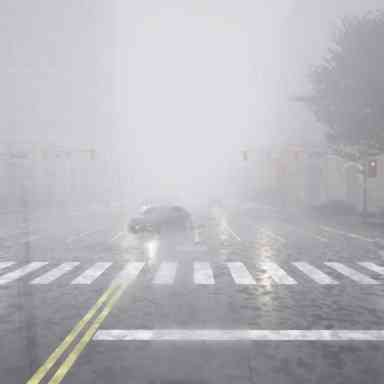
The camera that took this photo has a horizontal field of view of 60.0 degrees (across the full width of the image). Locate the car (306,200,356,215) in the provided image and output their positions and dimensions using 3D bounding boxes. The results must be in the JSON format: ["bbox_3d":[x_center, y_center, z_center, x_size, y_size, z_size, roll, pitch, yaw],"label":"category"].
[{"bbox_3d":[13.653,1.525,32.855,4.674,1.442,1.812,0,0,0],"label":"car"}]

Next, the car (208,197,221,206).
[{"bbox_3d":[3.595,1.491,52.807,2.128,1.511,4.902,0,0,0],"label":"car"}]

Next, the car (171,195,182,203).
[{"bbox_3d":[-3.355,1.525,74.406,2.128,1.511,4.902,0,0,1],"label":"car"}]

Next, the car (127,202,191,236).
[{"bbox_3d":[-1.679,1.505,18.660,1.837,1.490,4.892,-1,-1,25],"label":"car"}]

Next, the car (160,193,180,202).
[{"bbox_3d":[-3.576,1.352,54.974,2.097,1.767,4.553,0,0,0],"label":"car"}]

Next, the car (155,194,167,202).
[{"bbox_3d":[-6.860,1.355,73.877,2.097,1.767,4.553,0,0,1],"label":"car"}]

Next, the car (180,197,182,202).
[{"bbox_3d":[-3.514,1.221,64.183,2.150,2.045,5.566,0,0,1],"label":"car"}]

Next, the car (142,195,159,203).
[{"bbox_3d":[-7.075,1.564,55.322,1.994,1.385,4.181,0,0,0],"label":"car"}]
